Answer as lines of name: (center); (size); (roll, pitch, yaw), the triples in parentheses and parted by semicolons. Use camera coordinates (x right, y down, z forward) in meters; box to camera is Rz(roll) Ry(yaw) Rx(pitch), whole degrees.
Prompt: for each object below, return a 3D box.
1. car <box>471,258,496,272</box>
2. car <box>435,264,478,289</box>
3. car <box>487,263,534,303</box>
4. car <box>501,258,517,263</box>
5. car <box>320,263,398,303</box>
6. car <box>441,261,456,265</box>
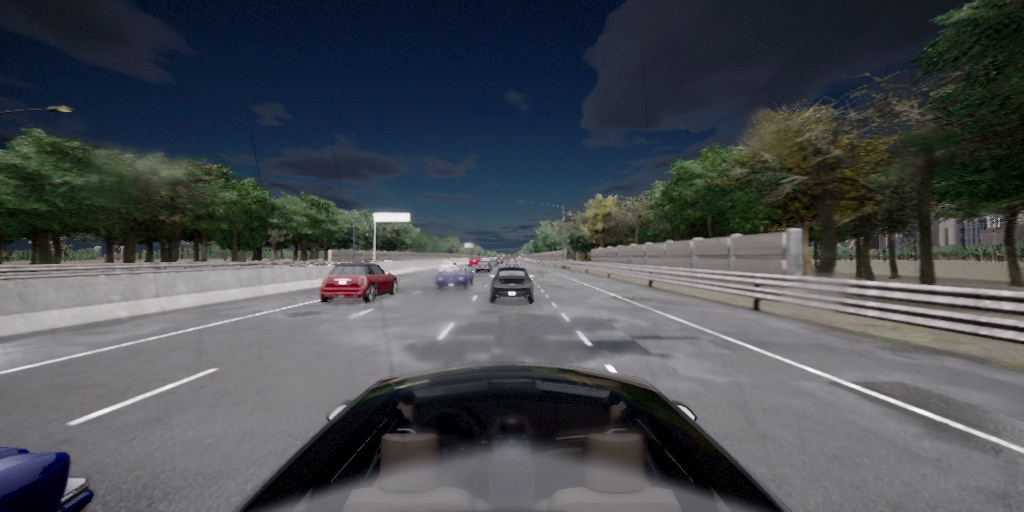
car: (-3.496, 1.347, 45.004); (2.033, 1.411, 5.357); (0, 0, 0)
car: (-3.499, 1.372, 22.935); (1.895, 1.301, 4.718); (0, 0, 0)
car: (-0.002, 1.271, 16.956); (1.837, 1.490, 4.892); (0, 0, 0)
car: (0.002, 1.349, 46.678); (2.033, 1.411, 5.357); (0, 0, 0)
car: (-7.002, 1.117, 16.946); (2.097, 1.767, 4.553); (0, 0, 0)
car: (-6.998, 1.319, 39.935); (1.812, 1.442, 4.674); (0, 0, 0)
